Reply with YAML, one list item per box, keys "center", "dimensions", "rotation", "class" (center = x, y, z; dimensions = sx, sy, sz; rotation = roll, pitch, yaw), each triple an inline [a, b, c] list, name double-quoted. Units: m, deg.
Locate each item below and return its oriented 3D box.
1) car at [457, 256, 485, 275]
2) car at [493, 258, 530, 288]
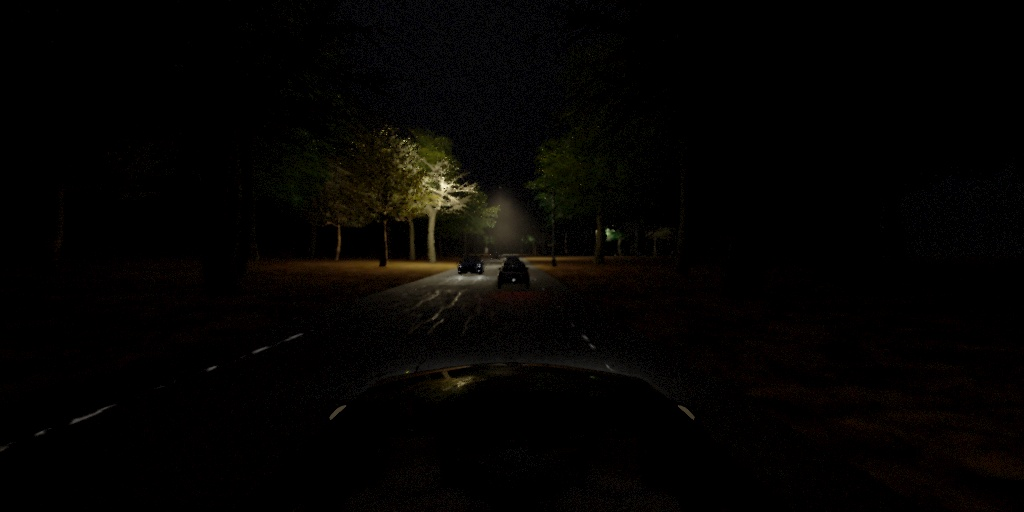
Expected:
- center: [-3.603, 0.772, 32.289]
  dimensions: [2.097, 1.767, 4.553]
  rotation: [0, 1, 0]
  class: "car"
- center: [0.087, 1.064, 21.764]
  dimensions: [2.128, 1.511, 4.902]
  rotation: [0, 1, 0]
  class: "car"
